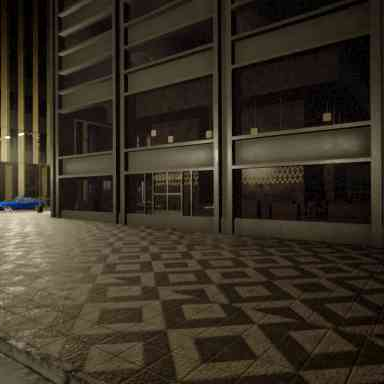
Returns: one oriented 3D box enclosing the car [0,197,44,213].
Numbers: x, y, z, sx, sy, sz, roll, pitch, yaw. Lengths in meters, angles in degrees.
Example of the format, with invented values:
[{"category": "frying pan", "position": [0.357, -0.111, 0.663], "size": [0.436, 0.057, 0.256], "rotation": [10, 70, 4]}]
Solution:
[{"category": "car", "position": [-18.263, 1.344, 35.196], "size": [1.882, 1.535, 5.008], "rotation": [0, 0, 36]}]
